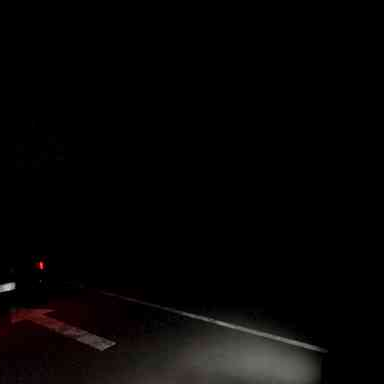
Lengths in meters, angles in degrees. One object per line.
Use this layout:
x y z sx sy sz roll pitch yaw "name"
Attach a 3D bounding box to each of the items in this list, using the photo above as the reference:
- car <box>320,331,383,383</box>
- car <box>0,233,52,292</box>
3.103 1.526 1.704 4.674 1.442 1.812 0 0 36 "car"
-5.460 1.600 7.889 4.718 1.301 1.895 0 0 35 "car"
